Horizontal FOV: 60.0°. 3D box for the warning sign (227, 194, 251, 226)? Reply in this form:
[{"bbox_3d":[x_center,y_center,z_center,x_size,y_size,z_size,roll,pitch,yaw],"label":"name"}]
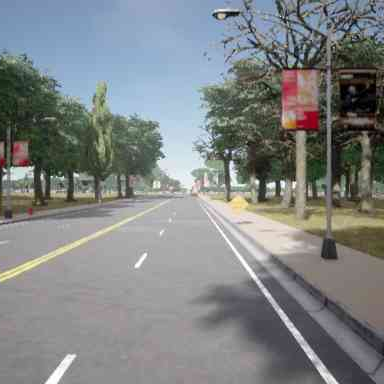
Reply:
[{"bbox_3d":[2.825,1.059,20.278,1.300,1.860,1.060,0,0,0],"label":"warning sign"}]
